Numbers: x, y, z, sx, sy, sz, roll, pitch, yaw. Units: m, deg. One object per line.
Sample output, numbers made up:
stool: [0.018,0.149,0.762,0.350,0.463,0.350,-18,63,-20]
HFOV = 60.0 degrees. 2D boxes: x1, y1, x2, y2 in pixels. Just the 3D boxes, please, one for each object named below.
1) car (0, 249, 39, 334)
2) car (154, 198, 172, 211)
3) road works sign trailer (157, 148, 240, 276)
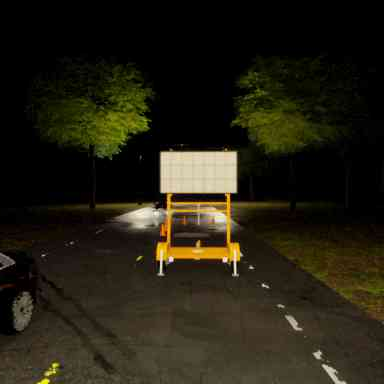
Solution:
car: [-3.604,1.489,3.922,2.128,1.511,4.902,0,0,0]
car: [-3.556,1.511,41.630,1.837,1.490,4.892,0,0,0]
road works sign trailer: [0.206,0.459,10.326,2.380,3.560,2.880,0,0,2]
